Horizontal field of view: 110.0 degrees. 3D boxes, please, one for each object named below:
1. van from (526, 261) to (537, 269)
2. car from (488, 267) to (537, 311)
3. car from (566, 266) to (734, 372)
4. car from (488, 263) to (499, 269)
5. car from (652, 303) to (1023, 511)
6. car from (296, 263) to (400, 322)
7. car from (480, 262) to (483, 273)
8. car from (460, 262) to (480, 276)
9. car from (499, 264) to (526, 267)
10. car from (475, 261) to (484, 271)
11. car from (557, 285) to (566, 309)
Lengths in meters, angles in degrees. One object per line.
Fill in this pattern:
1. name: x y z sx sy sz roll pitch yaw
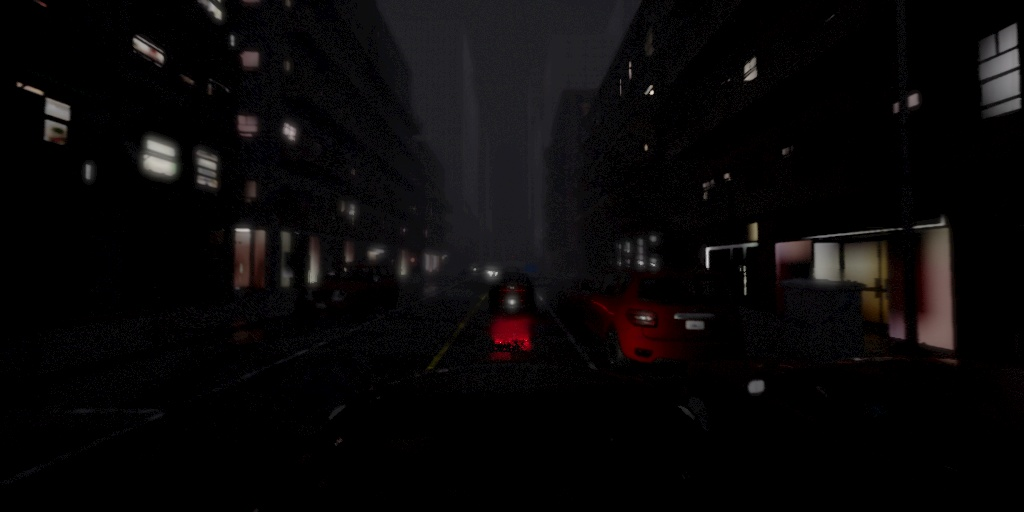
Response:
1. van: 2.691 1.655 52.010 1.690 1.789 3.998 0 0 0
2. car: 0.022 1.411 15.330 1.837 1.490 4.892 0 0 0
3. car: 2.693 1.133 7.690 2.192 1.841 5.009 0 0 0
4. car: -3.049 1.916 61.821 2.128 1.511 4.902 0 -1 0
5. car: 2.693 1.300 2.150 1.888 1.381 4.507 0 0 0
6. car: -5.690 1.194 13.177 2.192 1.841 5.009 0 0 0
7. car: -5.657 1.896 51.957 1.802 1.307 4.207 0 0 0
8. car: -5.657 1.802 46.417 2.007 1.370 4.403 0 0 0
9. car: 0.025 1.602 30.722 1.812 1.442 4.674 0 0 0
10. car: -5.658 1.941 57.497 1.948 1.339 4.313 0 0 0
11. car: 2.693 1.462 13.230 1.802 1.307 4.207 0 0 0
